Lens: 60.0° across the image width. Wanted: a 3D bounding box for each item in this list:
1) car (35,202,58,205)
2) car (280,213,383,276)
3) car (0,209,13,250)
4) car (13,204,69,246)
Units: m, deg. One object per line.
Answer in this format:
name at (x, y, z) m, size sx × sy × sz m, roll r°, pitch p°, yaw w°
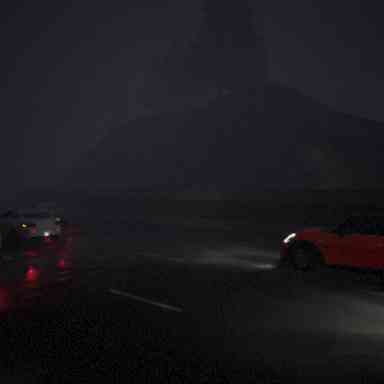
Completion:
car at (-9.710, 1.413, 21.803) m, size 4.674 × 1.442 × 1.812 m, roll 0°, pitch 0°, yaw 45°
car at (4.846, 1.362, 9.261) m, size 4.553 × 1.767 × 2.097 m, roll 0°, pitch 0°, yaw 36°
car at (-8.070, 1.146, 10.660) m, size 5.566 × 2.045 × 2.150 m, roll 0°, pitch 0°, yaw 41°
car at (-7.584, 1.443, 14.946) m, size 4.674 × 1.442 × 1.812 m, roll 0°, pitch 0°, yaw 42°
